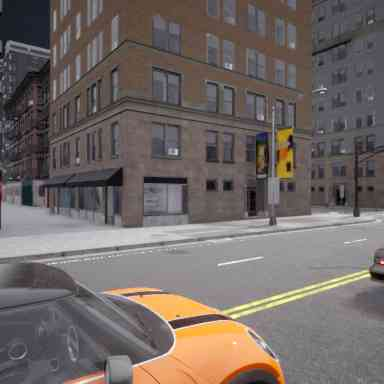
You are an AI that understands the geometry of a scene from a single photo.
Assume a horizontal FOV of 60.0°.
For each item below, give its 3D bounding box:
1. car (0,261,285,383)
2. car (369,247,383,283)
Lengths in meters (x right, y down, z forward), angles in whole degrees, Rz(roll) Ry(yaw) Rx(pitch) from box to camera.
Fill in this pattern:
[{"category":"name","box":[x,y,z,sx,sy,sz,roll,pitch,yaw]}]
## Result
[{"category":"car","box":[-1.356,1.352,2.437,4.553,1.767,2.097,0,0,-37]},{"category":"car","box":[6.447,1.548,8.238,5.357,1.411,2.033,0,0,-37]}]
